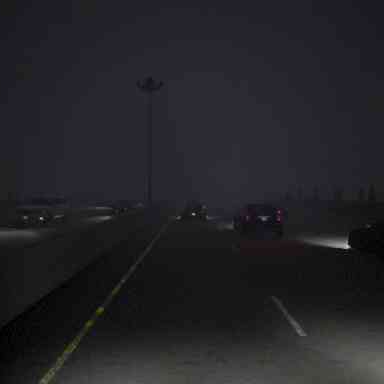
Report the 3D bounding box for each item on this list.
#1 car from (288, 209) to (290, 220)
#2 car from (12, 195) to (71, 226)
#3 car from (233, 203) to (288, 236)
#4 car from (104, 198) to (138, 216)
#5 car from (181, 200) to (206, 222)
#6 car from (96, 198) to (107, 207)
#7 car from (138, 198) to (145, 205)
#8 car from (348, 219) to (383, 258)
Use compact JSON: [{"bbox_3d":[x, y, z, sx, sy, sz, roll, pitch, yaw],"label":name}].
[{"bbox_3d":[7.108,1.625,29.049,1.994,1.385,4.181,0,0,0],"label":"car"},{"bbox_3d":[-10.593,1.267,23.905,2.150,2.045,5.566,0,0,0],"label":"car"},{"bbox_3d":[3.606,1.385,18.790,2.097,1.767,4.553,0,0,0],"label":"car"},{"bbox_3d":[-7.085,1.582,33.725,1.837,1.490,4.892,0,0,0],"label":"car"},{"bbox_3d":[0.107,1.618,26.700,1.994,1.385,4.181,0,0,0],"label":"car"},{"bbox_3d":[-14.045,1.719,53.545,1.994,1.385,4.181,0,0,0],"label":"car"},{"bbox_3d":[-10.481,1.794,65.252,2.033,1.411,5.357,0,0,0],"label":"car"},{"bbox_3d":[7.104,1.581,11.334,1.994,1.385,4.181,0,0,0],"label":"car"}]
